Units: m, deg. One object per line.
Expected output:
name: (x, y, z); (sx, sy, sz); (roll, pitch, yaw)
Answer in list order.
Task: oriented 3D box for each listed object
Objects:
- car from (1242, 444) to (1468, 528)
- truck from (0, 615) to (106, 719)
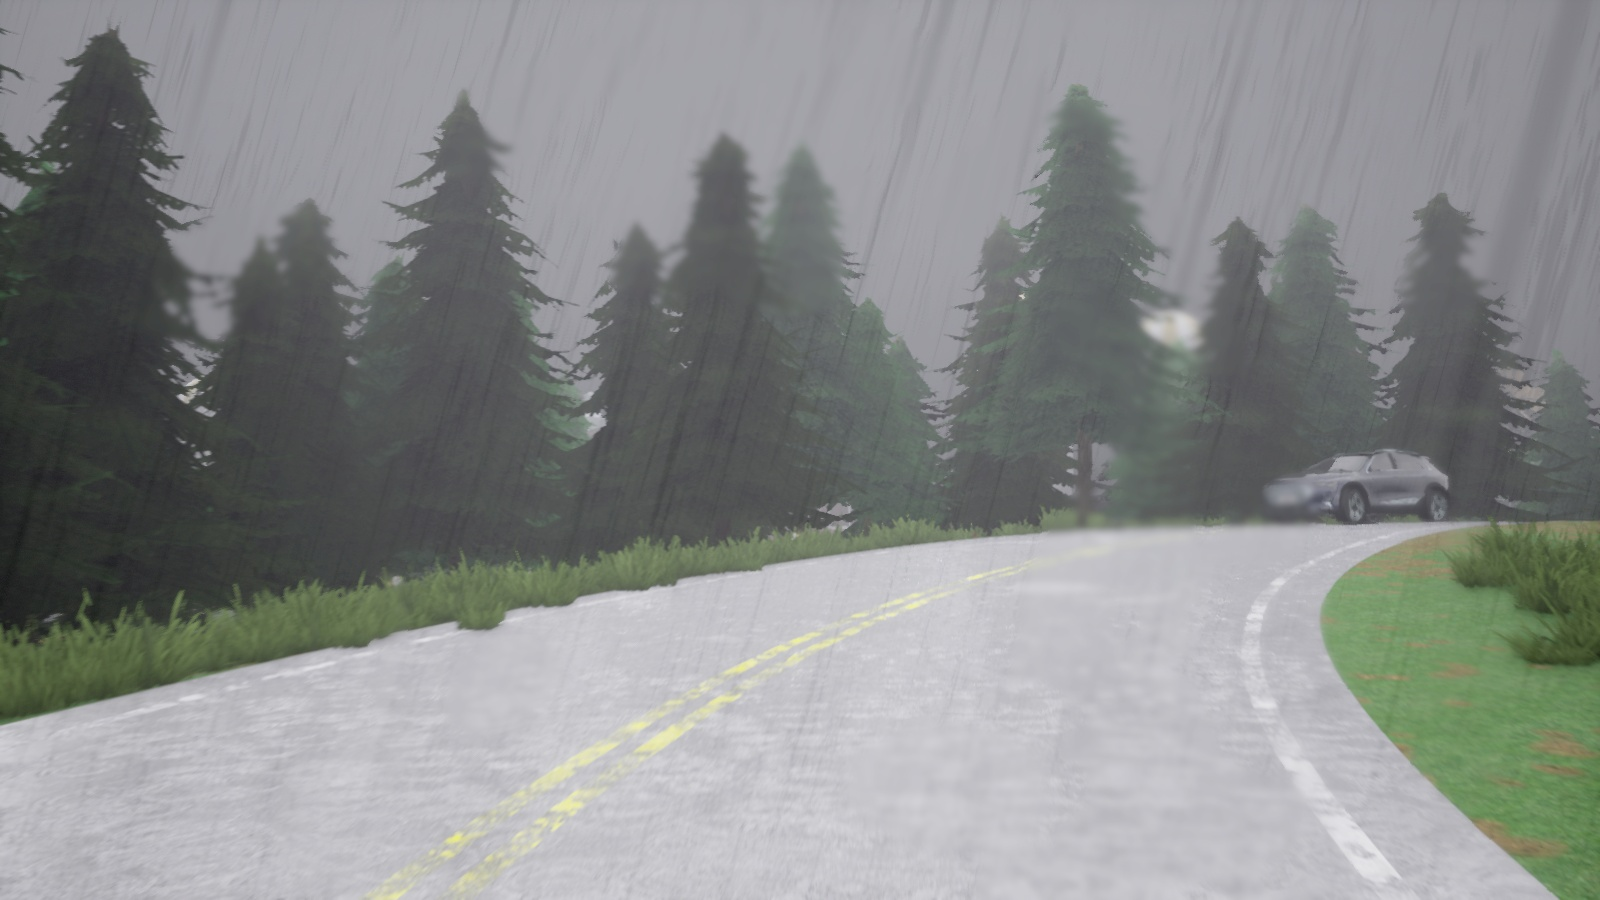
car: (12.162, 0.860, 27.434); (4.856, 1.649, 2.033); (2, -5, -31)
truck: (-32.711, 8.671, 50.113); (8.468, 3.827, 2.891); (2, -4, -25)
